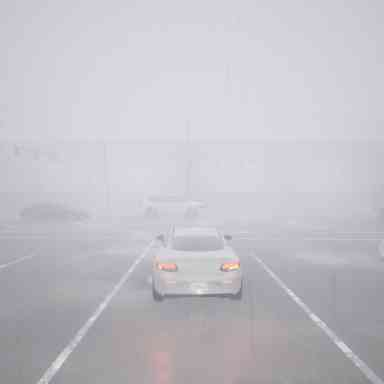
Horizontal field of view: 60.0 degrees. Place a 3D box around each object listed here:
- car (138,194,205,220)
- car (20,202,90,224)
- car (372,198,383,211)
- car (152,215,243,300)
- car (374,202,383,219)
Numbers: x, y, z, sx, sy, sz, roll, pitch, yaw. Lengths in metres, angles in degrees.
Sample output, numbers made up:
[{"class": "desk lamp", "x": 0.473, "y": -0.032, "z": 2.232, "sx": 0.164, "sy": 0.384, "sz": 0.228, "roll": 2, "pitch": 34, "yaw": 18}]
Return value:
[{"class": "car", "x": -1.701, "y": 1.209, "z": 27.860, "sx": 5.566, "sy": 2.045, "sz": 2.150, "roll": 0, "pitch": 0, "yaw": 2}, {"class": "car", "x": -9.960, "y": 1.505, "z": 24.391, "sx": 4.892, "sy": 1.490, "sz": 1.837, "roll": -1, "pitch": 0, "yaw": 4}, {"class": "car", "x": 23.300, "y": 1.397, "z": 37.886, "sx": 4.674, "sy": 1.442, "sz": 1.812, "roll": -1, "pitch": 0, "yaw": 2}, {"class": "car", "x": 0.073, "y": 1.527, "z": 8.251, "sx": 1.812, "sy": 1.442, "sz": 4.674, "roll": 0, "pitch": 0, "yaw": -1}, {"class": "car", "x": 16.078, "y": 1.412, "z": 23.874, "sx": 5.008, "sy": 1.535, "sz": 1.882, "roll": 0, "pitch": 0, "yaw": 2}]
